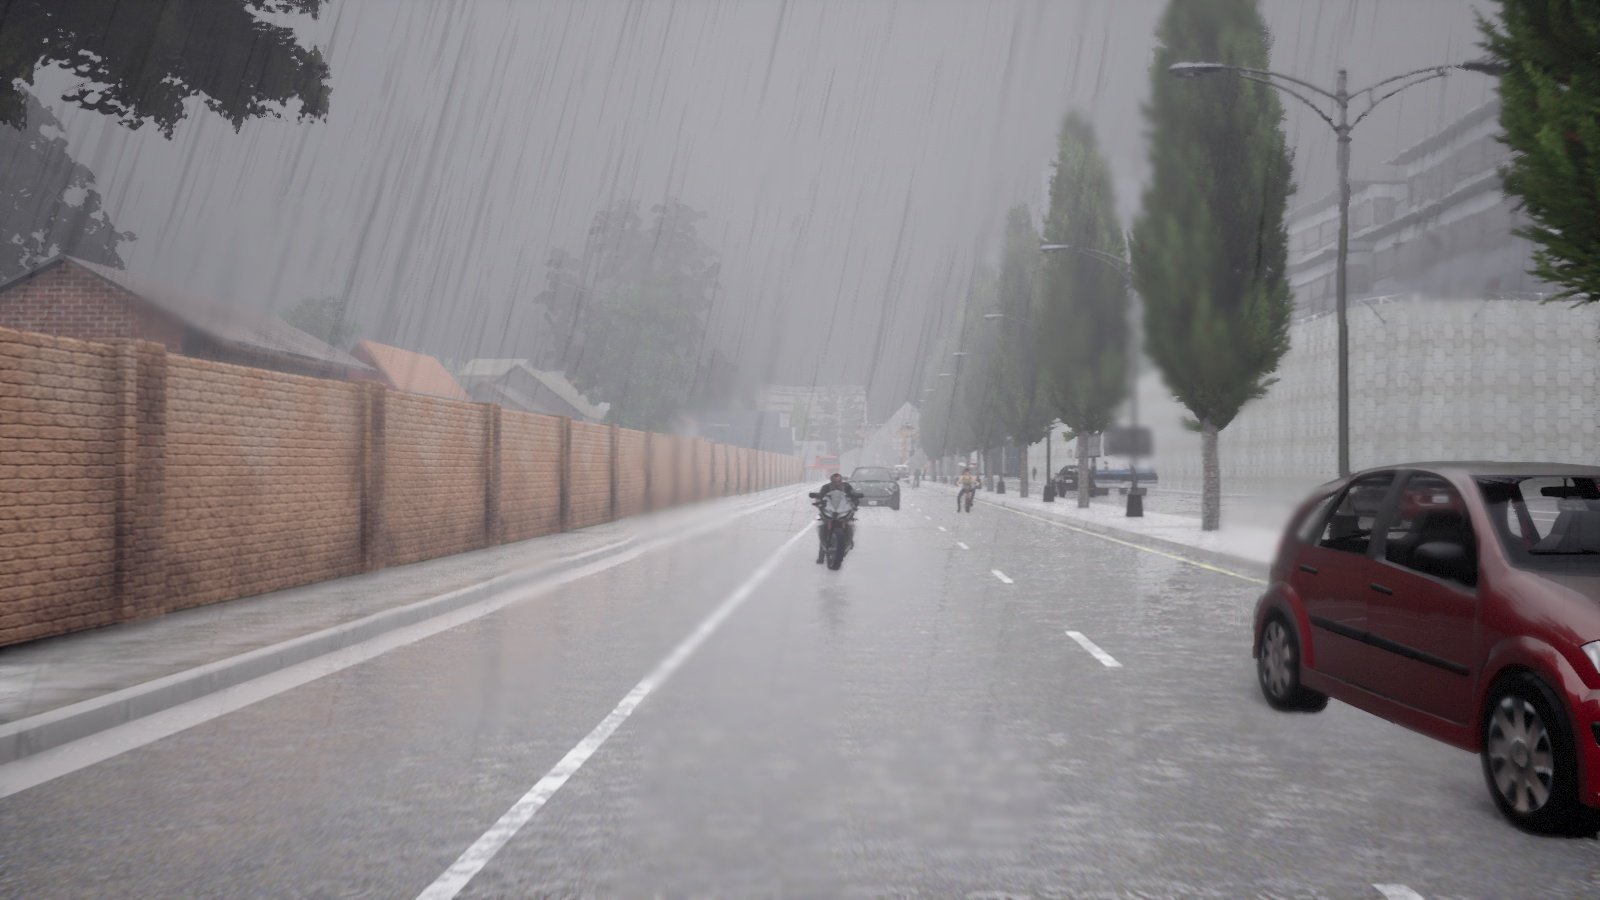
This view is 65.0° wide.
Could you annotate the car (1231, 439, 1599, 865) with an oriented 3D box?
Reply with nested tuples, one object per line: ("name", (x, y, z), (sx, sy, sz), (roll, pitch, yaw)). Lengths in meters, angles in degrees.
("car", (3.934, 0.791, 6.694), (1.851, 1.617, 3.988), (0, -1, -1))

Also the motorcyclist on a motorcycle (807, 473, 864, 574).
("motorcyclist on a motorcycle", (0.599, 1.148, 20.297), (0.866, 1.530, 2.191), (0, -1, 3))

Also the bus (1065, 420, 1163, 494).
("bus", (19.174, 0.500, 77.449), (3.944, 4.253, 10.273), (0, -1, 3))

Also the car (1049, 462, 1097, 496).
("car", (15.528, 1.626, 71.697), (1.932, 1.855, 4.605), (0, -1, 3))

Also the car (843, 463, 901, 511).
("car", (2.739, 1.384, 48.559), (2.097, 1.767, 4.553), (0, -1, 2))
